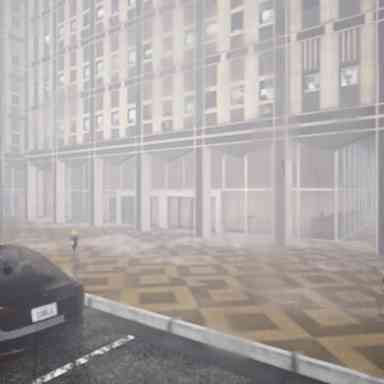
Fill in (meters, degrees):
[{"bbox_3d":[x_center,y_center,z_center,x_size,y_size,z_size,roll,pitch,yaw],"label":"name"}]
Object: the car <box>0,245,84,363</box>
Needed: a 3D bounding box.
[{"bbox_3d":[-3.549,1.545,5.410,4.313,1.339,1.947,0,0,36],"label":"car"}]
